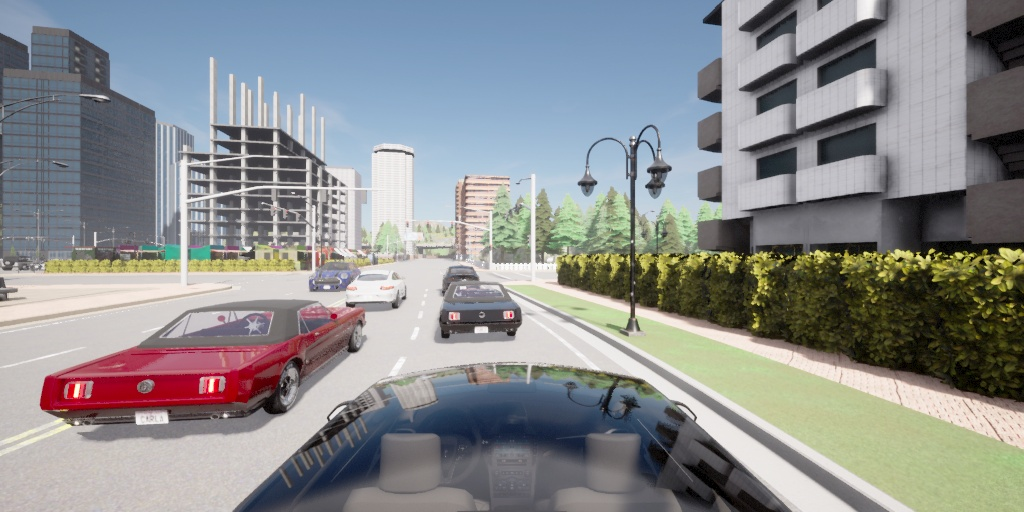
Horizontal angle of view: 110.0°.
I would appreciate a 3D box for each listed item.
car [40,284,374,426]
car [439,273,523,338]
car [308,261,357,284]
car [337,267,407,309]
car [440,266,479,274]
[{"bbox_3d":[-3.909,1.351,5.846,1.895,1.301,4.718,0,0,-7],"label":"car"},{"bbox_3d":[-1.038,1.351,10.157,1.895,1.301,4.718,0,0,-9],"label":"car"},{"bbox_3d":[-10.504,1.109,21.615,2.097,1.767,4.553,0,0,-12],"label":"car"},{"bbox_3d":[-5.447,1.276,14.730,1.812,1.442,4.674,0,0,-11],"label":"car"},{"bbox_3d":[-2.788,1.255,19.248,1.837,1.490,4.892,0,0,-12],"label":"car"}]
